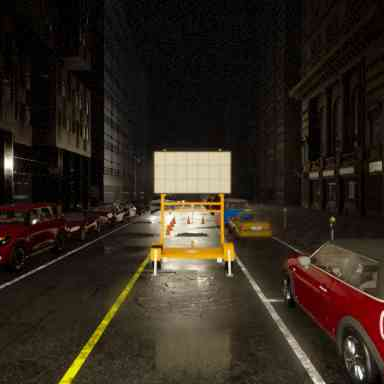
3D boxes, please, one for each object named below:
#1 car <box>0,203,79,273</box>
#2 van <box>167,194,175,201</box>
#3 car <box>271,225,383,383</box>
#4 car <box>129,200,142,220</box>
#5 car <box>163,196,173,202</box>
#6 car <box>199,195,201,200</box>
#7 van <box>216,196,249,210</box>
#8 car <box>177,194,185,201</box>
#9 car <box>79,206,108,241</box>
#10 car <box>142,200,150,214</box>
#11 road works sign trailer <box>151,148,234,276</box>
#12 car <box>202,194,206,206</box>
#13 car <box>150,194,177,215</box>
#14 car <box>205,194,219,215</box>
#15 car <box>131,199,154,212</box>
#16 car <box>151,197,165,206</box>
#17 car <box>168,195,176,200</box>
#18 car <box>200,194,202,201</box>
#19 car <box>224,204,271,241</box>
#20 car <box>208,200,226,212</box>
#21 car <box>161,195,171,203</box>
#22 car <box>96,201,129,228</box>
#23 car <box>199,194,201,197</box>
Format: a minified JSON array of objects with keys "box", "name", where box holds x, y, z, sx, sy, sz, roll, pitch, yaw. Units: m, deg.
[{"box":[-5.749,1.314,10.859,2.192,1.841,5.009,0,0,0],"name":"car"},{"box":[-5.614,1.380,89.289,1.690,1.788,3.998,0,0,0],"name":"van"},{"box":[2.766,1.440,5.256,1.967,1.590,4.097,0,0,0],"name":"car"},{"box":[-5.720,1.552,27.665,2.008,1.369,4.403,0,0,0],"name":"car"},{"box":[-5.633,1.576,78.084,1.887,1.381,4.507,0,0,0],"name":"car"},{"box":[2.863,1.586,61.274,1.947,1.339,4.313,0,0,0],"name":"car"},{"box":[2.795,1.341,22.062,1.690,1.788,3.998,0,0,0],"name":"van"},{"box":[-2.857,1.600,85.231,1.994,1.385,4.181,0,0,0],"name":"car"},{"box":[-5.739,1.581,16.461,1.802,1.307,4.206,0,0,0],"name":"car"},{"box":[-5.710,1.569,33.267,1.947,1.339,4.313,0,0,0],"name":"car"},{"box":[0.015,0.464,10.305,2.380,3.560,2.880,0,0,0],"name":"road works sign trailer"},{"box":[2.833,1.324,44.469,2.192,1.841,5.009,0,0,0],"name":"car"},{"box":[-3.044,1.225,34.520,2.150,2.045,5.566,0,0,0],"name":"car"},{"box":[2.814,1.318,33.265,2.192,1.841,5.009,0,0,0],"name":"car"},{"box":[-5.700,1.571,38.869,1.947,1.339,4.313,0,0,0],"name":"car"},{"box":[-5.672,1.560,55.676,1.887,1.381,4.507,0,0,0],"name":"car"},{"box":[-5.604,1.588,94.891,1.887,1.381,4.507,0,0,0],"name":"car"},{"box":[2.853,1.456,55.672,1.967,1.590,4.097,0,0,0],"name":"car"},{"box":[2.786,1.525,16.631,1.752,1.417,4.829,0,0,0],"name":"car"},{"box":[2.825,1.588,38.867,1.802,1.307,4.206,0,0,0],"name":"car"},{"box":[-5.643,1.467,72.482,1.967,1.590,4.097,0,0,0],"name":"car"},{"box":[-5.730,1.440,22.063,1.967,1.590,4.097,0,0,0],"name":"car"},{"box":[2.873,1.464,66.875,1.967,1.590,4.097,0,0,0],"name":"car"}]
